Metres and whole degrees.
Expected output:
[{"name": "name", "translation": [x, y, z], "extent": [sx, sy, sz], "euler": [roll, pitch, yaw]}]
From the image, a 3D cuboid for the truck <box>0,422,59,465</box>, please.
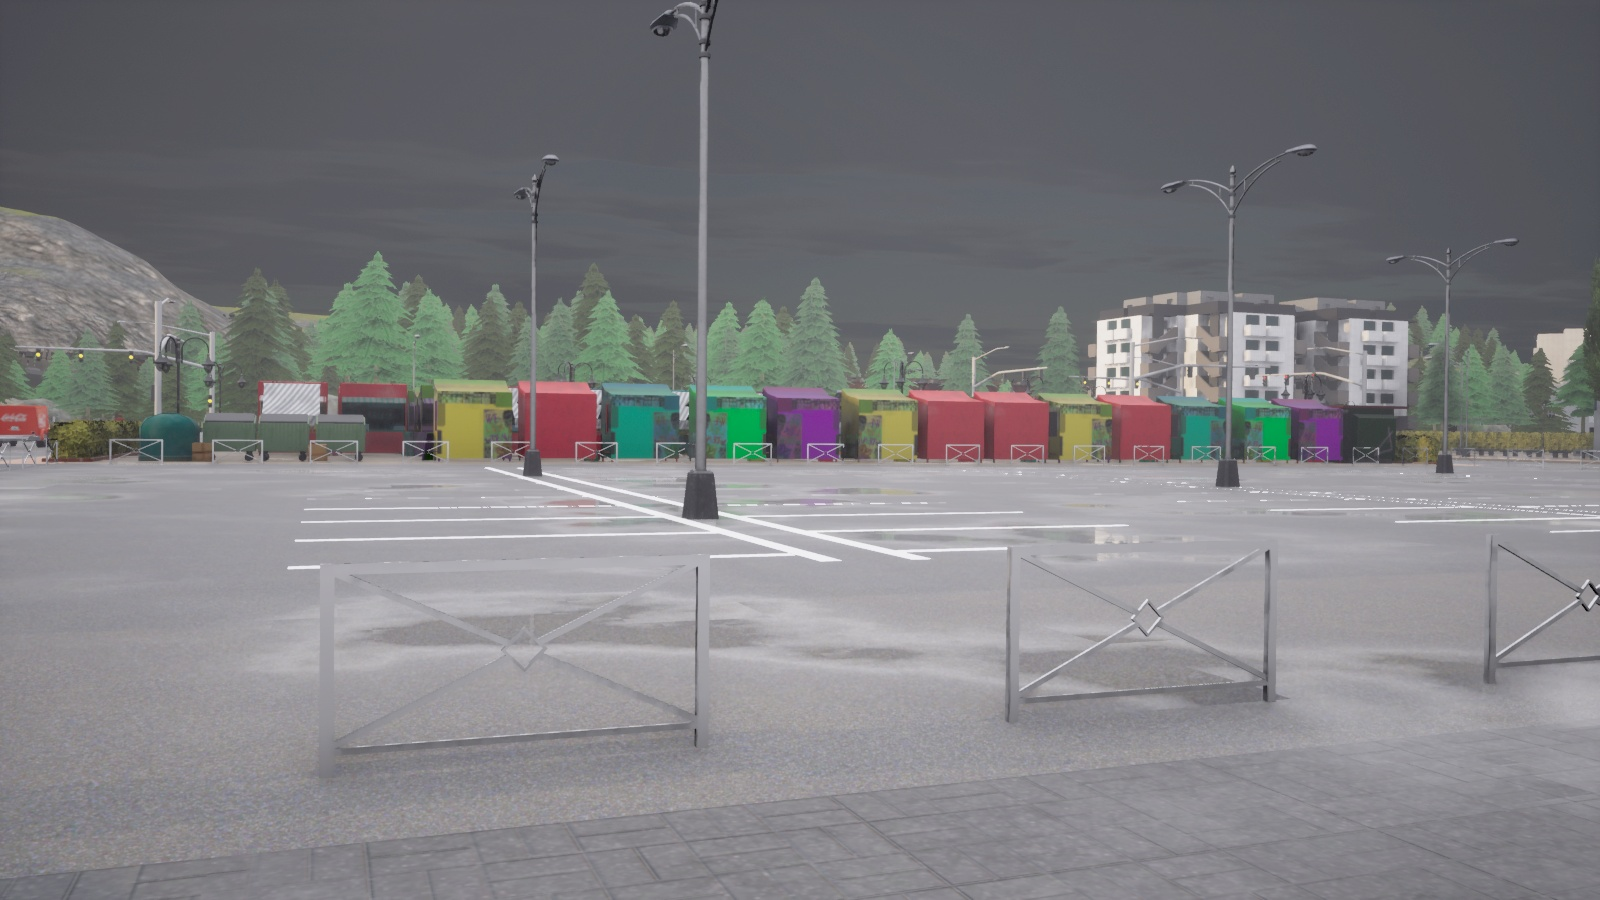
[{"name": "truck", "translation": [-45.703, -0.409, 74.018], "extent": [2.627, 2.467, 5.204], "euler": [-1, 1, -21]}]
